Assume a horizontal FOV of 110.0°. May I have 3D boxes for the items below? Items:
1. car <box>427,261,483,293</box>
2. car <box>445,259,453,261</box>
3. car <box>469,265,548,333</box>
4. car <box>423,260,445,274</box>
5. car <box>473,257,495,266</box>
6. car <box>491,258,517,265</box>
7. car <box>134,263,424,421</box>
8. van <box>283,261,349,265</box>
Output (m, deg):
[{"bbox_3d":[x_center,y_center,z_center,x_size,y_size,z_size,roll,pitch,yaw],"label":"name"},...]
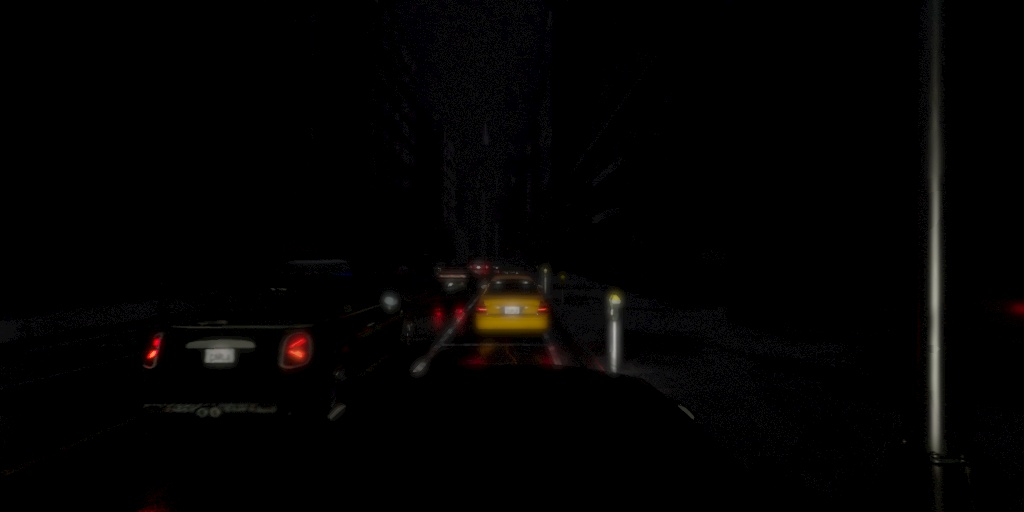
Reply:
[{"bbox_3d":[-3.099,1.243,20.709,2.128,1.511,4.902,0,0,0],"label":"car"},{"bbox_3d":[-8.814,1.341,43.834,1.802,1.307,4.207,0,0,0],"label":"car"},{"bbox_3d":[0.005,1.207,10.690,1.801,1.575,5.366,0,0,0],"label":"car"},{"bbox_3d":[-8.813,1.322,38.333,1.948,1.339,4.313,0,0,0],"label":"car"},{"bbox_3d":[-3.098,1.107,35.623,2.097,1.767,4.553,0,0,0],"label":"car"},{"bbox_3d":[-0.288,1.193,27.330,1.967,1.591,4.097,0,0,0],"label":"car"},{"bbox_3d":[-3.145,1.101,5.991,2.097,1.767,4.553,0,0,0],"label":"car"},{"bbox_3d":[-8.813,1.091,16.328,1.690,1.789,3.998,0,0,0],"label":"van"}]
